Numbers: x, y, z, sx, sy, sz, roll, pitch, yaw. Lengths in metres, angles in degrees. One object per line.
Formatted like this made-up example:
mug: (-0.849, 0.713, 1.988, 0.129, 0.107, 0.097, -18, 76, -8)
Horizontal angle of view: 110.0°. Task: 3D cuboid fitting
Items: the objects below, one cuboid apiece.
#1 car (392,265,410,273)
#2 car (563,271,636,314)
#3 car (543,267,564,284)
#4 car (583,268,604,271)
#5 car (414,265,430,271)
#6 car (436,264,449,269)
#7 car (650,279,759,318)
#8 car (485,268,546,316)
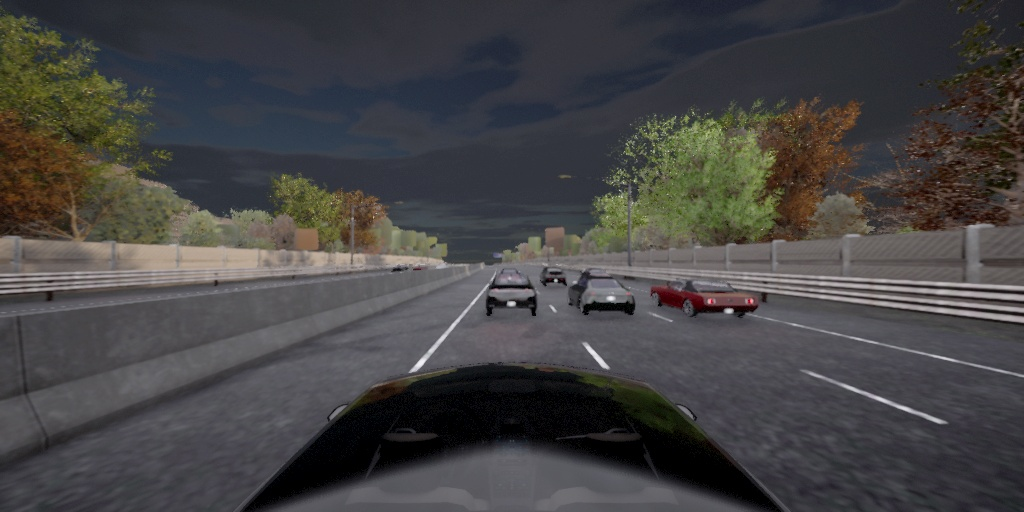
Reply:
car: (-18.545, 2.126, 59.819, 1.895, 1.301, 4.718, 0, -1, -1)
car: (3.486, 1.488, 14.649, 1.994, 1.385, 4.181, 0, -1, 0)
car: (3.301, 1.629, 29.470, 1.837, 1.490, 4.892, 0, 0, 0)
car: (6.800, 1.691, 29.674, 1.994, 1.385, 4.181, 0, -1, -1)
car: (-15.042, 2.126, 59.929, 1.895, 1.301, 4.718, 0, -1, -1)
car: (-11.556, 2.057, 60.262, 1.812, 1.442, 4.674, 0, -1, -1)
car: (6.990, 1.515, 13.749, 1.895, 1.301, 4.718, 0, -1, 0)
car: (-0.015, 1.412, 14.366, 2.128, 1.511, 4.902, 0, -1, 0)
